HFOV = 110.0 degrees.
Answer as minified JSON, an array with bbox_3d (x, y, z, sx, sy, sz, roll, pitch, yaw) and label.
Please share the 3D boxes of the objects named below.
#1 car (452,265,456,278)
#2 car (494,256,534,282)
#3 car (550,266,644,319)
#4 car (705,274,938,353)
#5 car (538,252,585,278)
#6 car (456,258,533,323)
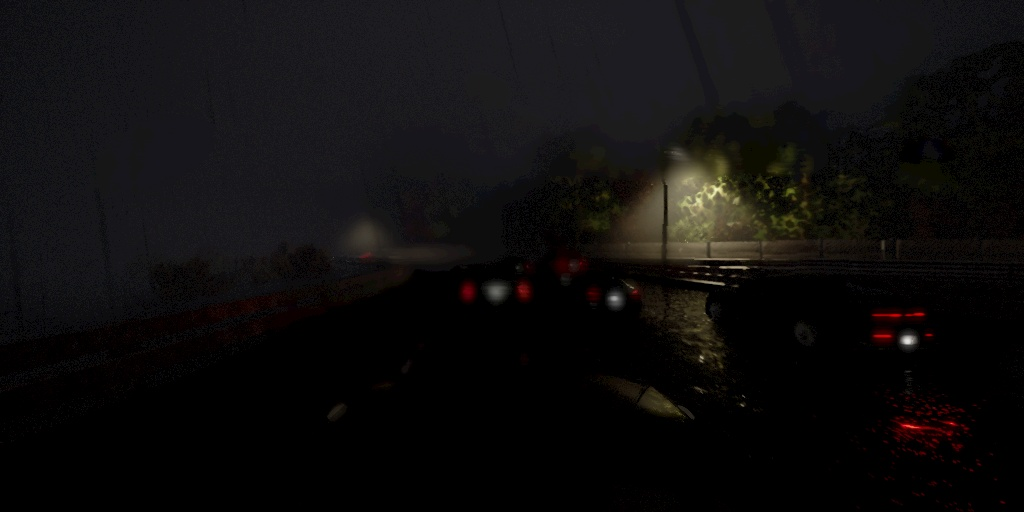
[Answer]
[{"bbox_3d":[-3.496,1.054,27.553,2.128,1.511,4.902,0,0,-14],"label":"car"},{"bbox_3d":[0.042,0.896,27.803,2.097,1.767,4.553,0,0,-14],"label":"car"},{"bbox_3d":[2.820,1.217,12.419,1.994,1.385,4.181,0,0,-6],"label":"car"},{"bbox_3d":[6.696,1.172,8.601,1.837,1.490,4.892,0,1,-4],"label":"car"},{"bbox_3d":[3.732,0.750,27.564,2.150,2.045,5.566,0,0,-13],"label":"car"},{"bbox_3d":[-0.647,1.024,12.096,2.097,1.767,4.553,0,1,-6],"label":"car"}]
